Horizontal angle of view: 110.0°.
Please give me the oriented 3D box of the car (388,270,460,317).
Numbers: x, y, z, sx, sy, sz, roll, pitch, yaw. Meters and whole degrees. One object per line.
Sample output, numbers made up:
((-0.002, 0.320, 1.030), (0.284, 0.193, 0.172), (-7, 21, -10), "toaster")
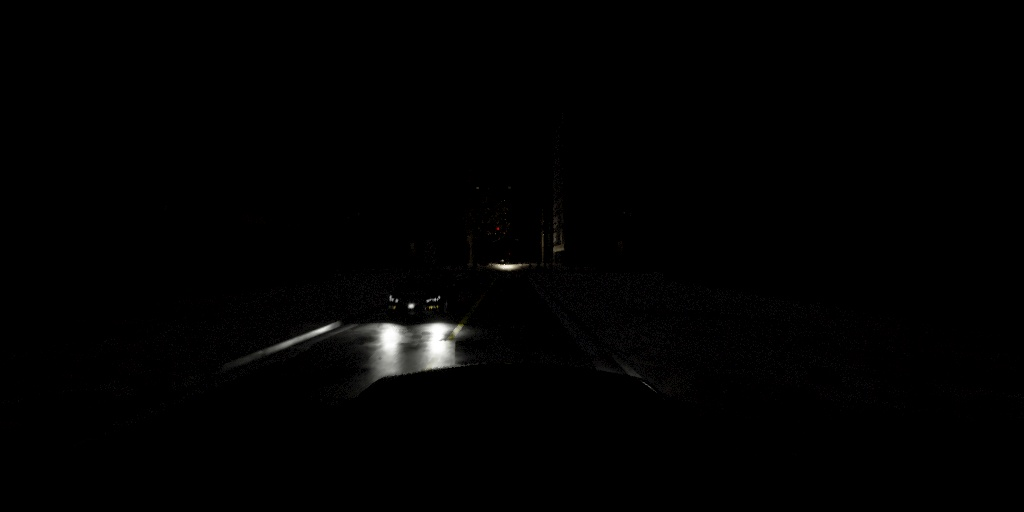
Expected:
((-3.100, 1.305, 13.464), (1.837, 1.490, 4.892), (0, 0, 0), "car")
